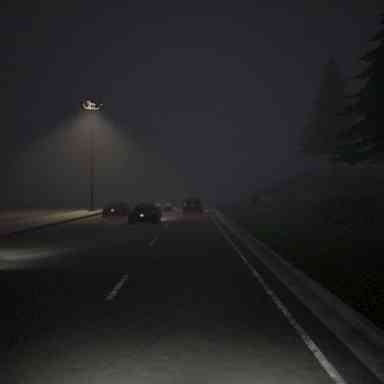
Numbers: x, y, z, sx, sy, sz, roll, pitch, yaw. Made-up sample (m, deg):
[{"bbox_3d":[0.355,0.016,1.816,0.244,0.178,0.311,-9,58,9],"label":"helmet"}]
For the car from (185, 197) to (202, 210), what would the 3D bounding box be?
[{"bbox_3d":[0.271,1.491,44.580,2.128,1.511,4.902,0,0,2],"label":"car"}]

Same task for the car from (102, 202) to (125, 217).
[{"bbox_3d":[-6.897,1.564,30.885,1.994,1.385,4.181,0,0,0],"label":"car"}]

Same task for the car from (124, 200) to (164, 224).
[{"bbox_3d":[-3.398,1.564,24.516,1.994,1.385,4.181,0,0,0],"label":"car"}]

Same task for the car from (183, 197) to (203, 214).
[{"bbox_3d":[0.101,1.352,35.368,2.097,1.767,4.553,0,0,0],"label":"car"}]

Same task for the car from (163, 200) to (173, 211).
[{"bbox_3d":[-3.348,1.601,40.699,1.895,1.301,4.718,0,0,1],"label":"car"}]
